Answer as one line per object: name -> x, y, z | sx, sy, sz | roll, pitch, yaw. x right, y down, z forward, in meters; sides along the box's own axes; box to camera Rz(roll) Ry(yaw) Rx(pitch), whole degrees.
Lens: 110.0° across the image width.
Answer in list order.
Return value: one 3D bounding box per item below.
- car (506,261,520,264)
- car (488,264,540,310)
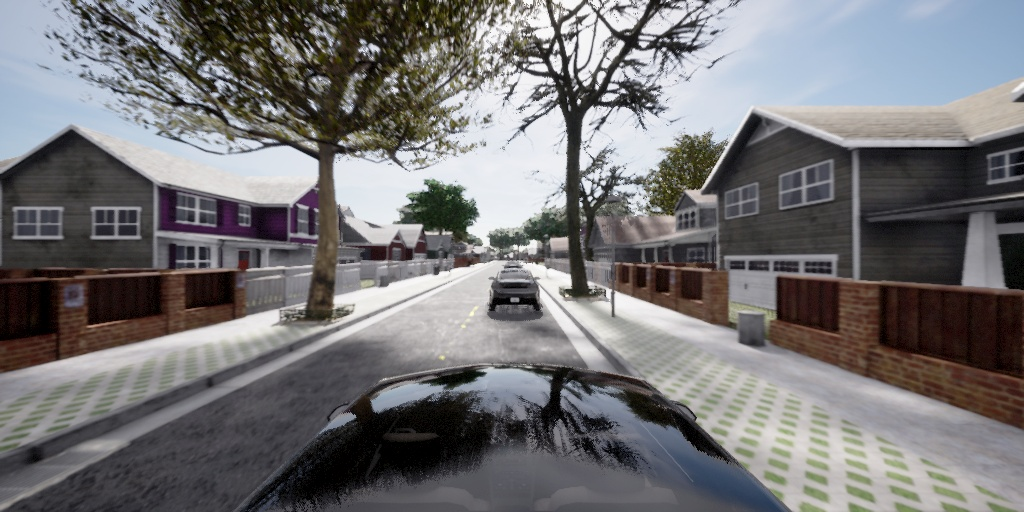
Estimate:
car -> 0.096, 1.256, 35.287 | 1.837, 1.490, 4.892 | 0, 0, 0
car -> 0.098, 1.256, 14.649 | 1.837, 1.490, 4.892 | 0, 0, 0
